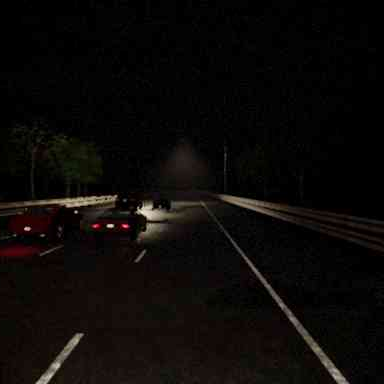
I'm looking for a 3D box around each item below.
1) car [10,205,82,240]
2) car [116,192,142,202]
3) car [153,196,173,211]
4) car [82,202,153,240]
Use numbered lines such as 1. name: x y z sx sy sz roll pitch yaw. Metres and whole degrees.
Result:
1. car: -6.880 1.372 16.369 1.882 1.535 5.008 0 0 0
2. car: -6.855 0.989 36.634 2.150 2.045 5.566 0 0 0
3. car: -3.352 1.267 37.517 1.837 1.490 4.892 0 0 0
4. car: -3.379 1.443 16.285 2.033 1.411 5.357 0 0 0
